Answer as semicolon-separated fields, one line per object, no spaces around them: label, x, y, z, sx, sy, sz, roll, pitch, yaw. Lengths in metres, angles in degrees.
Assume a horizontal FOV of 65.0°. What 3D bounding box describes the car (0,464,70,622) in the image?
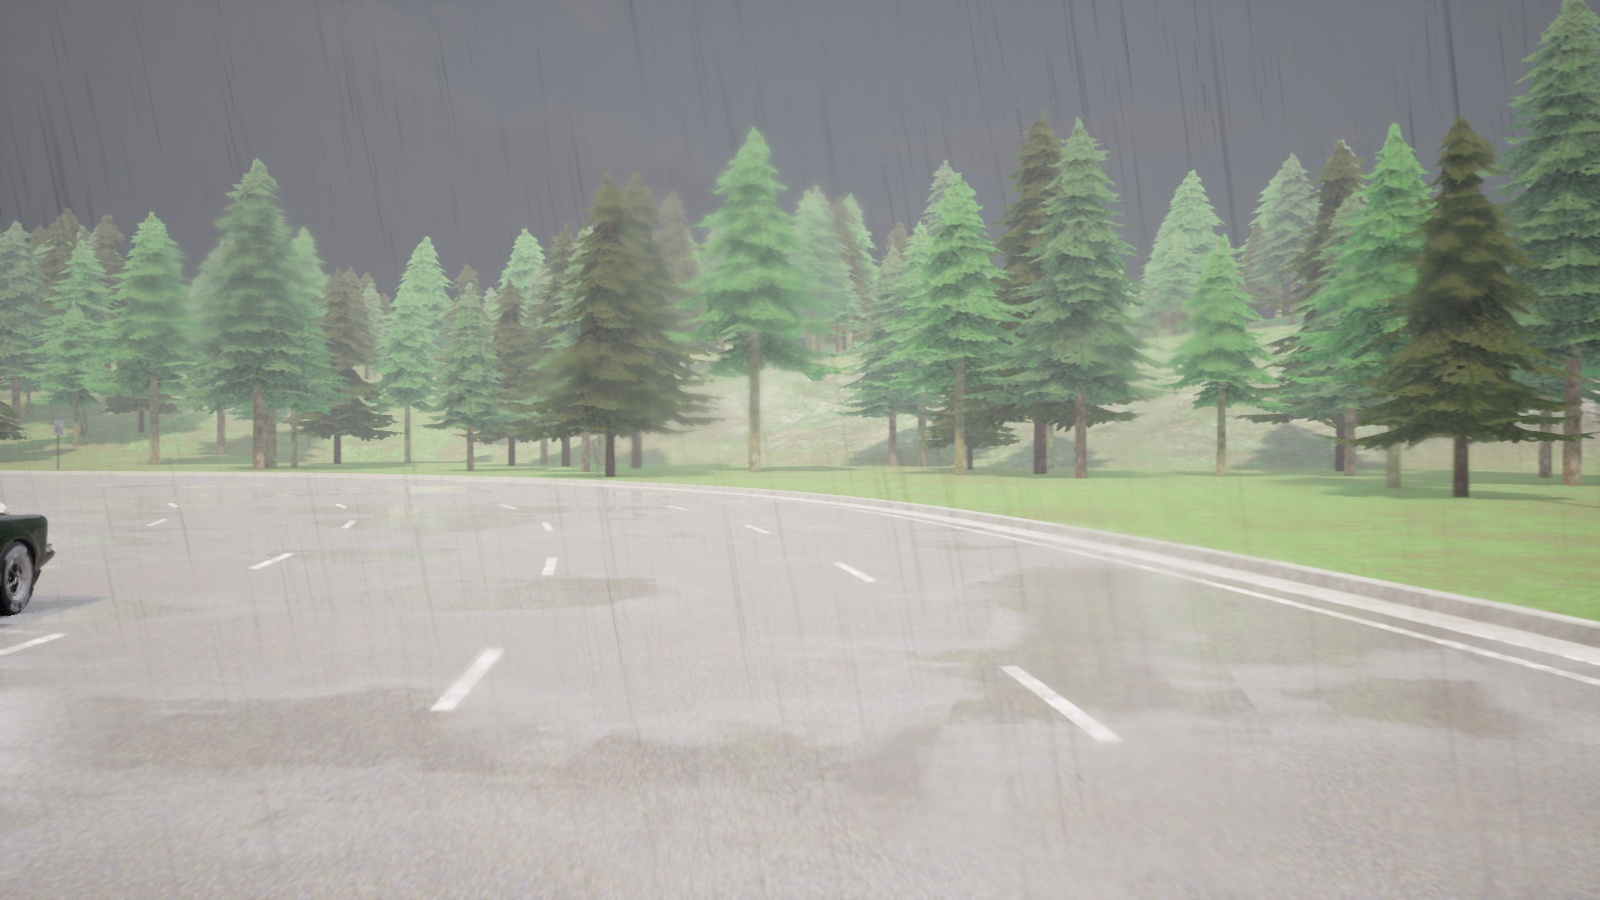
car;-7.528;0.792;9.300;1.895;1.301;4.718;0;0;-6
